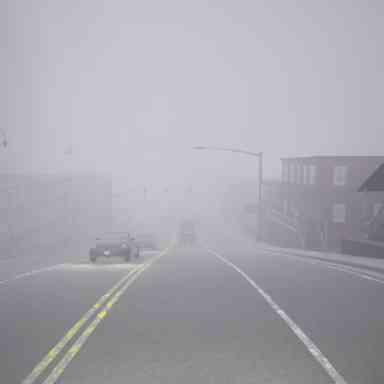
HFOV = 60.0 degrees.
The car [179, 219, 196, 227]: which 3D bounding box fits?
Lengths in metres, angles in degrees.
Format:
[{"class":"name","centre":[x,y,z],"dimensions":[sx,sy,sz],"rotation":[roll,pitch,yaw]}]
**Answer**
[{"class":"car","centre":[-0.657,4.931,47.581],"dimensions":[2.150,2.045,5.566],"rotation":[0,1,0]}]

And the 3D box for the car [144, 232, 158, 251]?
[{"class":"car","centre":[-4.005,4.284,28.845],"dimensions":[1.837,1.490,4.892],"rotation":[0,-7,-1]}]

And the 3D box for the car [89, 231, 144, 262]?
[{"class":"car","centre":[-3.836,2.764,17.204],"dimensions":[1.812,1.442,4.674],"rotation":[0,-8,-1]}]

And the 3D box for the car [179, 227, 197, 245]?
[{"class":"car","centre":[-0.467,5.038,37.254],"dimensions":[1.837,1.490,4.892],"rotation":[0,-4,-1]}]
